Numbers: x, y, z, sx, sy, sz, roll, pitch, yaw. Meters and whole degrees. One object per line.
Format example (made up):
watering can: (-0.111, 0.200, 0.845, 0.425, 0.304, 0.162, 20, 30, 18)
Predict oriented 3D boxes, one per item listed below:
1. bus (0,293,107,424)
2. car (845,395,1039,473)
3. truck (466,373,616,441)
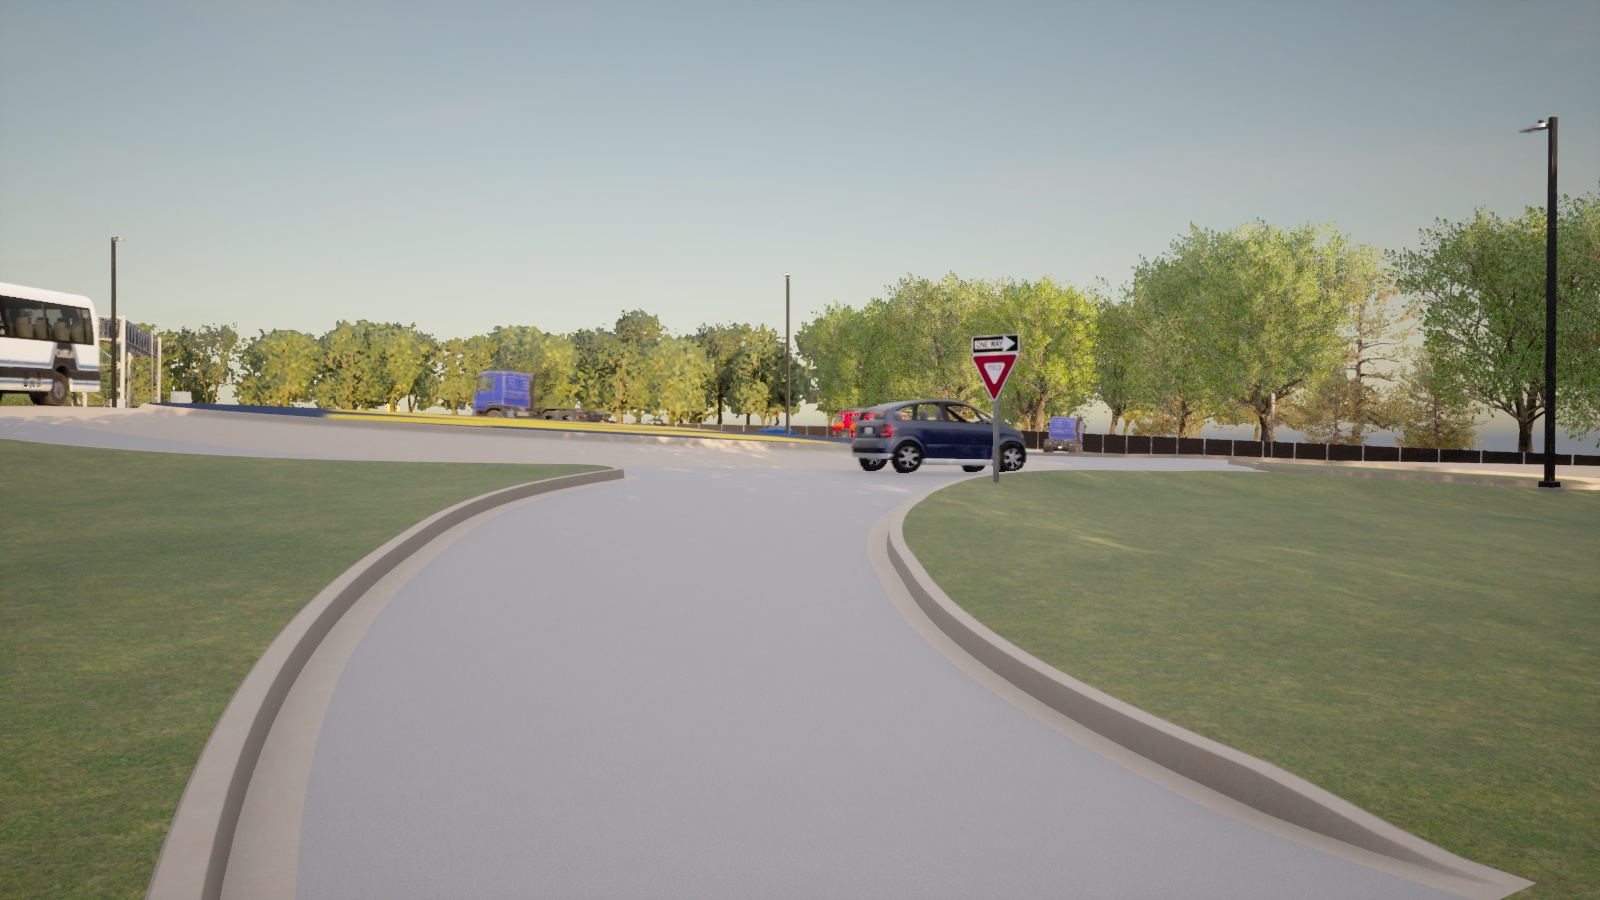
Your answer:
bus: (-27.942, -2.991, 42.231, 3.944, 4.253, 10.273, -1, 2, -3)
car: (3.012, -0.332, 26.633, 3.705, 1.549, 1.789, 0, 0, -25)
truck: (-14.309, -2.323, 69.192, 7.936, 3.462, 2.891, 1, -2, 27)
